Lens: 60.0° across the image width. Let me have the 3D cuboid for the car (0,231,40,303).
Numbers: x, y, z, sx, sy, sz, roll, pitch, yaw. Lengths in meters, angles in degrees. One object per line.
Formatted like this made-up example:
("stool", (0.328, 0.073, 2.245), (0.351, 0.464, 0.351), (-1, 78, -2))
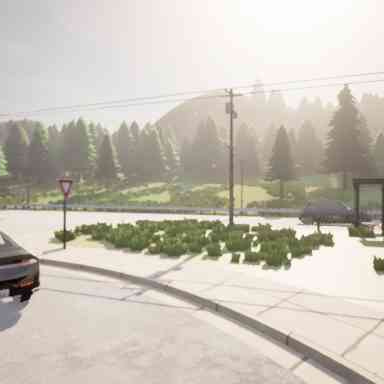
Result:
("car", (-5.046, 1.475, 7.028), (4.902, 1.511, 2.128), (0, 0, 39))

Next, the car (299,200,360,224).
("car", (9.590, 1.347, 22.401), (4.553, 1.767, 2.097), (0, 0, 20))
